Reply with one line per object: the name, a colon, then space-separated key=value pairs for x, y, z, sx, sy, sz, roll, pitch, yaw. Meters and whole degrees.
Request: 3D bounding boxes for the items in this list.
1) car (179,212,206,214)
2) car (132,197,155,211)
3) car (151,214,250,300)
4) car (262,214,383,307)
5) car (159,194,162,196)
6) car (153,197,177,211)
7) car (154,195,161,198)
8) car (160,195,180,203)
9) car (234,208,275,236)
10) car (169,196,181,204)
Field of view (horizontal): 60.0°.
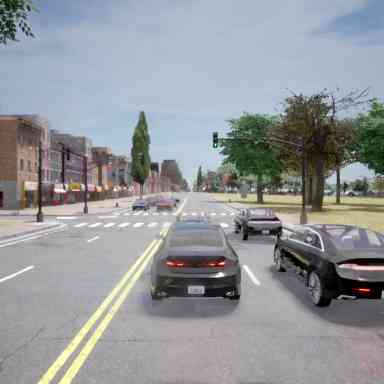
car: x=0.053 y=1.689 z=17.738 sx=1.895 sy=1.301 sz=4.718 roll=0 pitch=0 yaw=0
car: x=-6.593 y=1.657 z=43.770 sx=2.033 sy=1.411 sz=5.357 roll=0 pitch=0 yaw=0
car: x=0.082 y=1.531 z=8.428 sx=1.837 sy=1.490 sz=4.892 roll=0 pitch=0 yaw=0
car: x=3.331 y=1.515 z=7.986 sx=2.128 sy=1.511 sz=4.902 roll=0 pitch=0 yaw=0
car: x=-6.537 y=1.291 z=65.087 sx=2.097 sy=1.767 sz=4.553 roll=0 pitch=0 yaw=0
car: x=-3.346 y=1.717 z=42.045 sx=1.895 sy=1.301 sz=4.718 roll=0 pitch=0 yaw=0
car: x=-6.586 y=1.546 z=53.592 sx=1.837 sy=1.490 sz=4.892 roll=0 pitch=1 yaw=0
car: x=-3.343 y=1.627 z=50.850 sx=1.994 sy=1.385 sz=4.181 roll=0 pitch=0 yaw=0
car: x=3.299 y=1.577 z=17.200 sx=2.128 sy=1.511 sz=4.902 roll=0 pitch=0 yaw=0
car: x=-3.288 y=1.540 z=64.982 sx=1.895 sy=1.301 sz=4.718 roll=0 pitch=1 yaw=0
